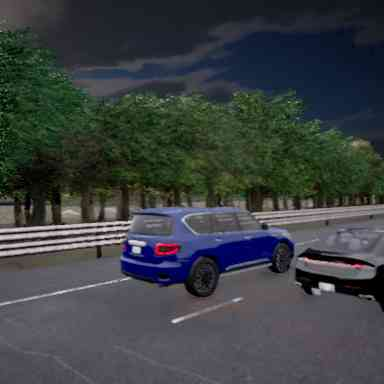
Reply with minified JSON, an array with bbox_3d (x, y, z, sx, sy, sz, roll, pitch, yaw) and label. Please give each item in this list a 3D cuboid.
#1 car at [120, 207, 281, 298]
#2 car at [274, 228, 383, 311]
[{"bbox_3d":[0.691,1.425,9.418,5.566,2.045,2.150,0,-2,-43],"label":"car"},{"bbox_3d":[4.343,1.617,8.051,4.902,1.511,2.128,0,-2,-43],"label":"car"}]
